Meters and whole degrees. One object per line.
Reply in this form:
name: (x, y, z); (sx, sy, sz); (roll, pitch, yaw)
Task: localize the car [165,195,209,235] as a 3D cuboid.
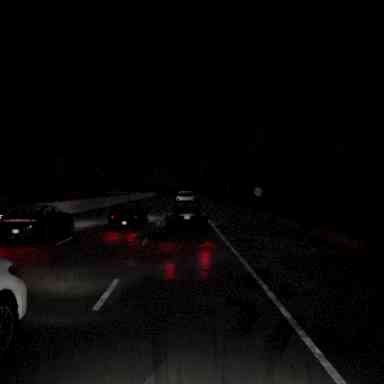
car: (-0.281, 1.203, 17.731); (2.097, 1.767, 4.553); (0, 0, -1)

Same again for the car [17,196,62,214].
car: (-14.714, 1.228, 32.441); (2.128, 1.511, 4.902); (0, 0, -1)

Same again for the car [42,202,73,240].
car: (-7.238, 1.361, 15.964); (2.128, 1.511, 4.902); (0, 1, -1)

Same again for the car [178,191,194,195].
car: (-0.727, 0.905, 38.185); (2.150, 2.045, 5.566); (0, 1, -1)

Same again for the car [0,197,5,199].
car: (-18.210, 1.264, 32.139); (1.812, 1.442, 4.674); (0, 0, -1)

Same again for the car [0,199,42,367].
car: (-3.435, 1.202, 2.407); (2.150, 2.045, 5.566); (0, 0, -1)

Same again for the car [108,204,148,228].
car: (-3.856, 1.427, 20.930); (1.895, 1.301, 4.718); (0, 0, -1)
